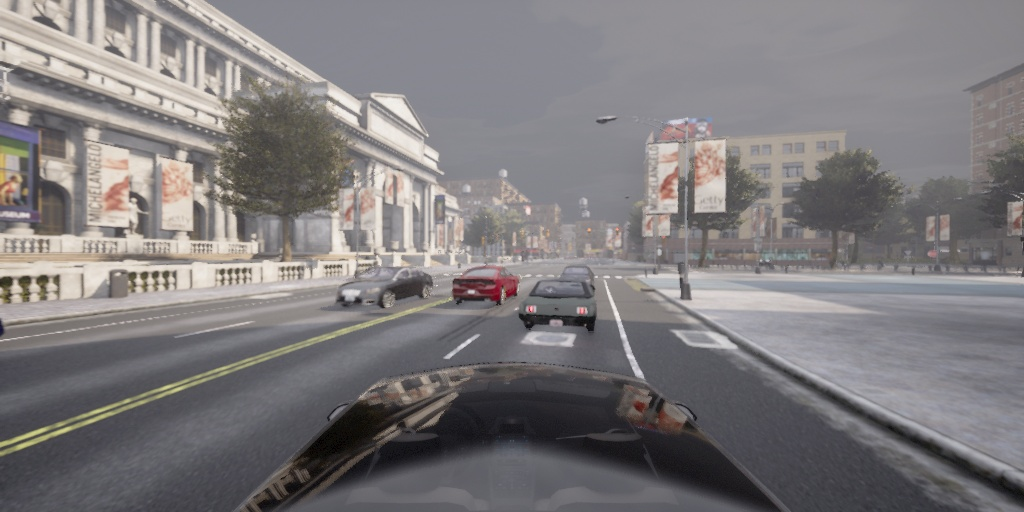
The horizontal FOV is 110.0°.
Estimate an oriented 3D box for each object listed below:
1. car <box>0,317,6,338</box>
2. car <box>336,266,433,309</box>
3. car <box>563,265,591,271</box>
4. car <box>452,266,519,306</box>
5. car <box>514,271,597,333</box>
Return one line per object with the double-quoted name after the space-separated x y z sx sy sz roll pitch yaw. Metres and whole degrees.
-10.327 1.317 4.292 1.895 1.301 4.718 0 0 5 "car"
-4.945 1.172 14.582 2.128 1.511 4.902 0 0 14 "car"
3.659 1.220 20.059 2.033 1.411 5.357 0 0 13 "car"
-0.949 1.161 15.568 1.882 1.535 5.008 0 0 13 "car"
1.534 1.312 10.750 1.895 1.301 4.718 0 0 12 "car"
